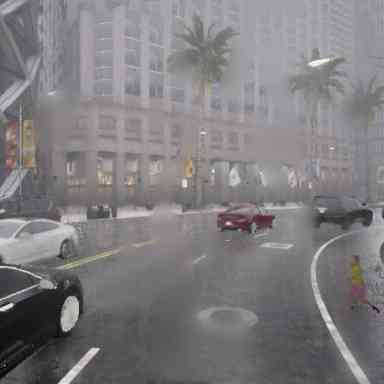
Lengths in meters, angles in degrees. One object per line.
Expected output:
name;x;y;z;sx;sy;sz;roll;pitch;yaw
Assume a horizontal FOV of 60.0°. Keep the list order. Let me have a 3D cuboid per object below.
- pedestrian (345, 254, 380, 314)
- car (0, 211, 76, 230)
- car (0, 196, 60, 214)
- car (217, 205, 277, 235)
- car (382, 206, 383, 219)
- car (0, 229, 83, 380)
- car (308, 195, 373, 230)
pedestrian;3.076;1.674;6.166;0.500;1.100;0.500;0;0;12
car;-5.354;1.525;10.048;1.812;1.442;4.674;0;0;17
car;-7.890;1.221;13.698;2.150;2.045;5.566;0;0;21
car;3.299;1.477;19.245;1.882;1.535;5.008;0;0;34
car;17.845;1.351;27.504;4.553;1.767;2.097;0;0;-30
car;-2.938;1.505;3.774;1.837;1.490;4.892;0;0;6
car;9.535;1.221;21.224;5.566;2.045;2.150;0;0;-43
